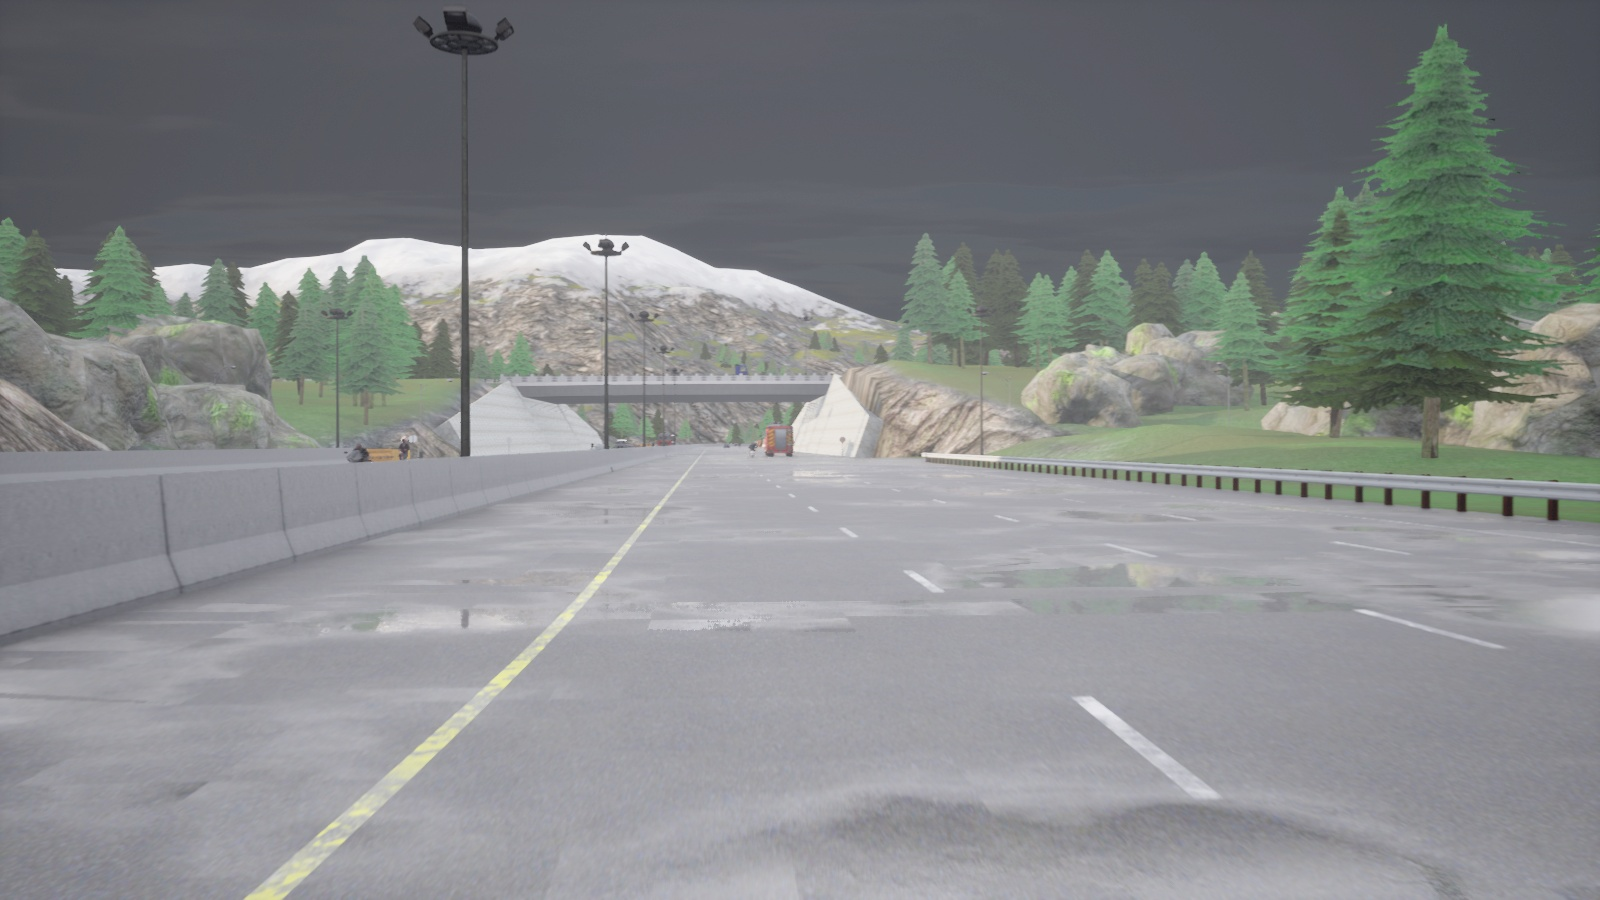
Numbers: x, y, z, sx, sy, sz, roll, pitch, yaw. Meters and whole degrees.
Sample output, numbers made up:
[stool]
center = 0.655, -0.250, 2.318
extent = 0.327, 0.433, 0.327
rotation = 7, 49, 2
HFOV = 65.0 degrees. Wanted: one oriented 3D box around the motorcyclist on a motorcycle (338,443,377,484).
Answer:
[motorcyclist on a motorcycle]
center = -16.872, 0.502, 47.916
extent = 0.866, 1.530, 2.191
rotation = 0, 0, -4
